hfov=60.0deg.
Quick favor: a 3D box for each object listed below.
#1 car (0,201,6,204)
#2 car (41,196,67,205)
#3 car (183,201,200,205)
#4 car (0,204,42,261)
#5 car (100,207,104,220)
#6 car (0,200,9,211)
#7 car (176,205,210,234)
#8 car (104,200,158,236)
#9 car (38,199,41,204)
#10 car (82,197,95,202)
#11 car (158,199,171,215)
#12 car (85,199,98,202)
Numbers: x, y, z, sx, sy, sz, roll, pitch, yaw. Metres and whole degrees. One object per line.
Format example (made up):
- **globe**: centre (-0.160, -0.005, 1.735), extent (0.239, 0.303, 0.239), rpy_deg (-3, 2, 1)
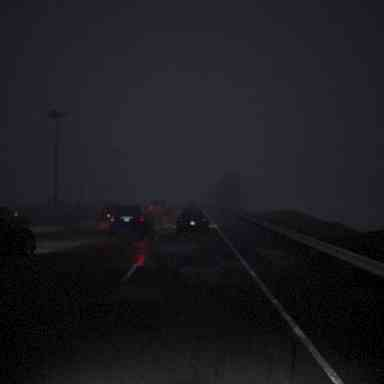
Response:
- **car**: centre (-10.459, 1.514, 17.569), extent (2.097, 1.767, 4.553), rpy_deg (0, 0, 0)
- **car**: centre (-24.733, 1.746, 60.770), extent (2.150, 2.045, 5.566), rpy_deg (0, 0, 0)
- **car**: centre (-0.043, 1.821, 39.678), extent (1.812, 1.442, 4.674), rpy_deg (0, 0, 0)
- **car**: centre (-6.932, 1.453, 10.710), extent (2.097, 1.767, 4.553), rpy_deg (0, 0, 0)
- **car**: centre (-7.008, 1.753, 30.506), extent (1.837, 1.490, 4.892), rpy_deg (0, 0, 0)
- **car**: centre (-28.230, 1.962, 47.250), extent (1.812, 1.442, 4.674), rpy_deg (0, 0, 0)
- **car**: centre (0.032, 1.718, 20.530), extent (1.994, 1.385, 4.181), rpy_deg (0, 0, 0)
- **car**: centre (-3.468, 1.510, 19.775), extent (2.097, 1.767, 4.553), rpy_deg (0, 0, 0)
- **car**: centre (-31.628, 1.862, 73.176), extent (2.150, 2.045, 5.566), rpy_deg (0, 0, 1)
- **car**: centre (-27.804, 2.071, 89.324), extent (1.895, 1.301, 4.718), rpy_deg (0, 0, 1)
- **car**: centre (-3.537, 1.642, 37.568), extent (2.097, 1.767, 4.553), rpy_deg (0, 0, 0)
- **car**: centre (-21.175, 2.124, 70.211), extent (2.033, 1.411, 5.357), rpy_deg (0, 0, 0)
